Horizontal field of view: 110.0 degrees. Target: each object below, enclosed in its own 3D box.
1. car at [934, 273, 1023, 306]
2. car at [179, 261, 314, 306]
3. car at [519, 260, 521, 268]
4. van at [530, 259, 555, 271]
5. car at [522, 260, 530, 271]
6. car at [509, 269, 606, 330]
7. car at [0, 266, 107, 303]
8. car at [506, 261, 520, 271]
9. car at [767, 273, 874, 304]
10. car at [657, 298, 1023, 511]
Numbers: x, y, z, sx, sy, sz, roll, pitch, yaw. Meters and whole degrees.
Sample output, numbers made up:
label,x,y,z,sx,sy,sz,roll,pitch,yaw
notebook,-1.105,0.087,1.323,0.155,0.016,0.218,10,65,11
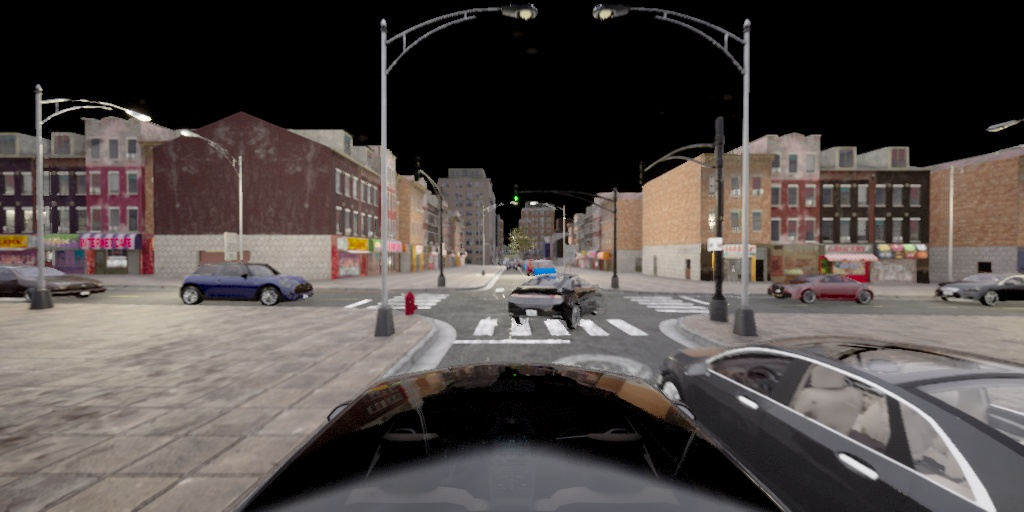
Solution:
label,x,y,z,sx,sy,sz,roll,pitch,yaw
car,23.963,1.606,17.694,4.902,1.511,2.128,1,1,0
car,-10.757,1.046,14.811,4.553,1.767,2.097,1,1,0
car,2.644,1.625,61.451,1.967,1.591,4.097,0,0,0
van,2.640,1.238,29.713,1.690,1.789,3.998,0,0,0
car,2.641,1.292,40.294,2.192,1.841,5.009,0,0,0
car,1.607,1.319,11.604,2.128,1.511,4.902,-1,-1,27
car,-20.309,1.113,14.820,5.357,1.411,2.033,1,1,0
car,0.009,1.772,60.194,1.895,1.301,4.718,0,-1,0
car,15.125,1.563,17.716,4.181,1.385,1.994,1,1,0
car,2.637,1.304,2.758,2.007,1.370,4.403,0,0,0
